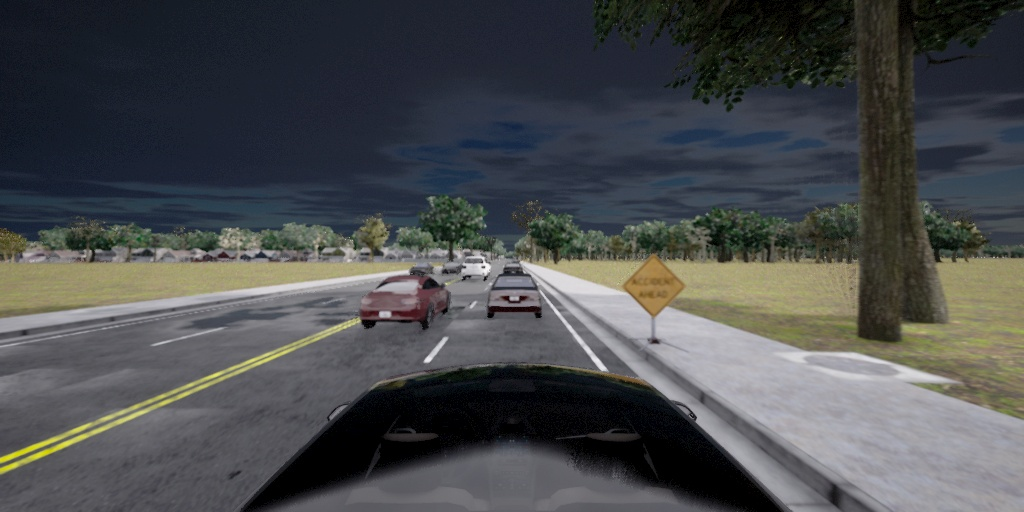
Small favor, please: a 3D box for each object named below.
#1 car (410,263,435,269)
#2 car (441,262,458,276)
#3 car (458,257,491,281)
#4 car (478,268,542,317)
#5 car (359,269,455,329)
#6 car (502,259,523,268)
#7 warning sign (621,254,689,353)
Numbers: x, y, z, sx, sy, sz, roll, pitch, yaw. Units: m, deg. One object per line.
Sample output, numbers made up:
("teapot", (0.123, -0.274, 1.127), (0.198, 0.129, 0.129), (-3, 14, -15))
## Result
("car", (-9.846, 1.448, 39.573), (2.033, 1.411, 5.357), (0, 0, 0))
("car", (-6.593, 1.379, 39.840), (1.882, 1.535, 5.008), (0, 0, 0))
("car", (-3.154, 1.091, 32.323), (2.150, 2.045, 5.566), (0, 0, 0))
("car", (0.086, 1.338, 13.342), (2.033, 1.411, 5.357), (0, 0, 0))
("car", (-3.174, 1.308, 11.309), (1.812, 1.442, 4.674), (0, 0, 0))
("car", (0.098, 1.358, 35.002), (1.882, 1.535, 5.008), (0, 0, 0))
("warning sign", (2.851, 0.883, 7.235), (1.300, 1.860, 1.060), (0, 0, 0))
